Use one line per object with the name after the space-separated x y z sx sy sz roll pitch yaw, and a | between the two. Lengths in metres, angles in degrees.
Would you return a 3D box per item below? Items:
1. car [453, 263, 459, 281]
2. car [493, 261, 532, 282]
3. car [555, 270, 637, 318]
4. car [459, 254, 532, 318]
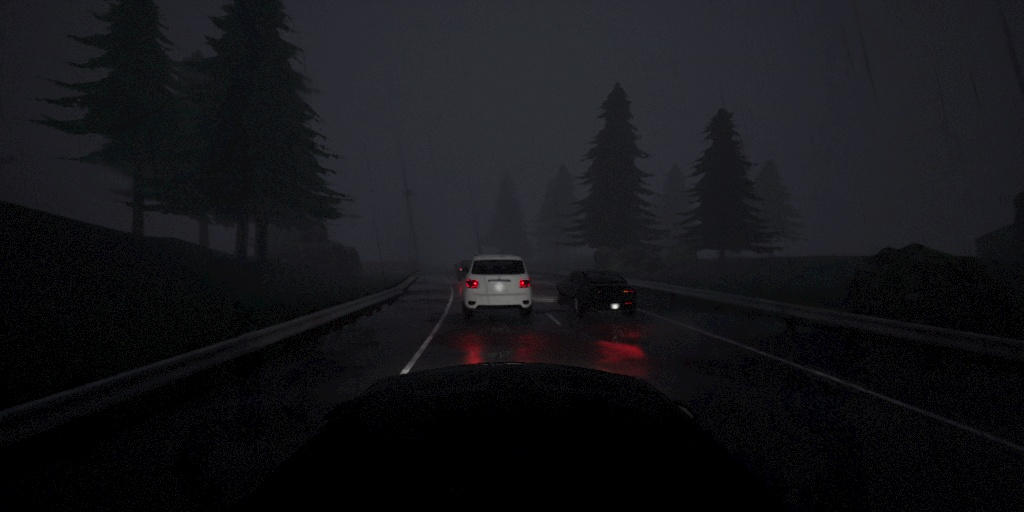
-3.769 1.095 30.372 2.097 1.767 4.553 0 0 -14 | car
-0.078 1.223 30.121 2.128 1.511 4.902 0 0 -13 | car
2.851 1.239 13.077 1.837 1.490 4.892 0 0 -5 | car
-0.631 0.966 13.140 2.150 2.045 5.566 0 0 -6 | car
